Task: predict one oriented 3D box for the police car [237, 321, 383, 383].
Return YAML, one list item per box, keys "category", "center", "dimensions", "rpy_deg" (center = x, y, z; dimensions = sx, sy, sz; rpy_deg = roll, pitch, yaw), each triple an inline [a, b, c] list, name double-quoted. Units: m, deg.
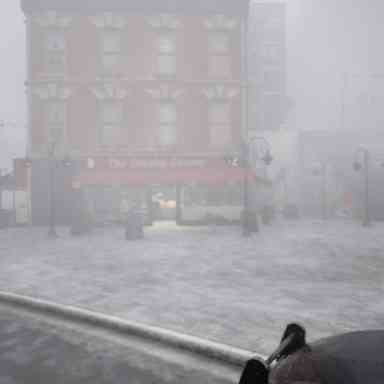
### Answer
- category: "police car"
  center: [2.661, 1.392, 1.407]
  dimensions: [5.238, 1.638, 1.930]
  rpy_deg: [-1, 0, 37]
